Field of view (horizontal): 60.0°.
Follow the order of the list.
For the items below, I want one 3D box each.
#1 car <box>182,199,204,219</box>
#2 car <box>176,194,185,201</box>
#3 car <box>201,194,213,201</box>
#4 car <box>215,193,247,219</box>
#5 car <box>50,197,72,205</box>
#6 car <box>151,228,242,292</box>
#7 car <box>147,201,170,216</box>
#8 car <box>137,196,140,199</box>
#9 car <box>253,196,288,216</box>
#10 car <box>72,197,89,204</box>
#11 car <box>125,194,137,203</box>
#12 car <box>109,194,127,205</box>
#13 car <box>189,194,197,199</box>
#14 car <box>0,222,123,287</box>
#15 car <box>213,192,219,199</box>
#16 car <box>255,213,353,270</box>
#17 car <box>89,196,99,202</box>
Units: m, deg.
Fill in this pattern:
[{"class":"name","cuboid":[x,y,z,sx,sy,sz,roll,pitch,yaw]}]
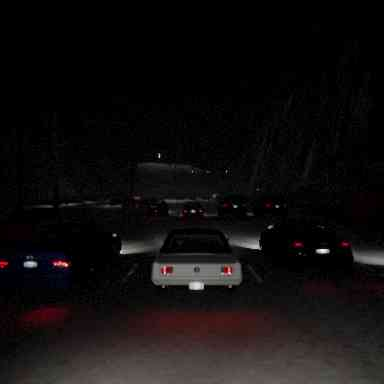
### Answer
[{"class":"car","cuboid":[0.105,1.660,29.971,2.033,1.411,5.357,0,0,0]},{"class":"car","cuboid":[-3.252,1.502,90.156,1.882,1.535,5.008,0,1,0]},{"class":"car","cuboid":[3.748,1.549,90.105,2.128,1.511,4.902,0,1,0]},{"class":"car","cuboid":[3.606,1.334,30.219,2.150,2.045,5.566,0,0,0]},{"class":"car","cuboid":[-24.478,1.662,61.577,1.882,1.535,5.008,0,0,0]},{"class":"car","cuboid":[0.101,1.635,9.014,1.895,1.301,4.718,0,0,0]},{"class":"car","cuboid":[-3.393,1.619,33.968,2.128,1.511,4.902,0,0,0]},{"class":"car","cuboid":[-13.819,1.636,81.796,1.812,1.442,4.674,0,0,0]},{"class":"car","cuboid":[7.106,1.334,30.420,2.150,2.045,5.566,0,0,0]},{"class":"car","cuboid":[-24.404,1.773,71.259,1.895,1.301,4.718,0,0,0]},{"class":"car","cuboid":[-13.901,1.401,71.617,2.150,2.045,5.566,0,0,0]},{"class":"car","cuboid":[-13.978,1.690,61.523,1.837,1.490,4.892,0,0,0]},{"class":"car","cuboid":[0.251,1.576,90.510,1.994,1.385,4.181,0,1,0]},{"class":"car","cuboid":[-3.400,1.583,9.521,2.033,1.411,5.357,0,0,0]},{"class":"car","cuboid":[7.250,1.569,90.261,2.033,1.411,5.357,0,1,0]},{"class":"car","cuboid":[3.601,1.605,11.150,1.994,1.385,4.181,0,0,0]},{"class":"car","cuboid":[-24.323,1.670,81.331,1.994,1.385,4.181,0,0,0]}]
